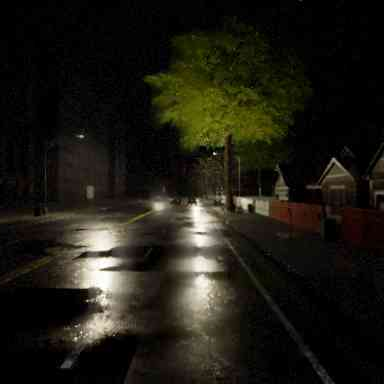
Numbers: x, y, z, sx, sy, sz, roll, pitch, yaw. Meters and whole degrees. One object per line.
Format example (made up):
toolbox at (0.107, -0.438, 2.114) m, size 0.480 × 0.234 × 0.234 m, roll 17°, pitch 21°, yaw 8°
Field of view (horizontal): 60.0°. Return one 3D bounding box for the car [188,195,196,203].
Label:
car at (-0.029, 1.547, 74.389) m, size 1.882 × 1.535 × 5.008 m, roll 0°, pitch 0°, yaw 0°

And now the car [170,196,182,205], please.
car at (-3.275, 1.792, 64.244) m, size 1.895 × 1.301 × 4.718 m, roll 0°, pitch 0°, yaw 0°

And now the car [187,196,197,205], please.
car at (-0.023, 1.741, 63.953) m, size 2.033 × 1.411 × 5.357 m, roll 0°, pitch 0°, yaw 0°

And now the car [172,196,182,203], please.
car at (-3.279, 1.621, 74.388) m, size 1.994 × 1.385 × 4.181 m, roll 0°, pitch 0°, yaw 0°
